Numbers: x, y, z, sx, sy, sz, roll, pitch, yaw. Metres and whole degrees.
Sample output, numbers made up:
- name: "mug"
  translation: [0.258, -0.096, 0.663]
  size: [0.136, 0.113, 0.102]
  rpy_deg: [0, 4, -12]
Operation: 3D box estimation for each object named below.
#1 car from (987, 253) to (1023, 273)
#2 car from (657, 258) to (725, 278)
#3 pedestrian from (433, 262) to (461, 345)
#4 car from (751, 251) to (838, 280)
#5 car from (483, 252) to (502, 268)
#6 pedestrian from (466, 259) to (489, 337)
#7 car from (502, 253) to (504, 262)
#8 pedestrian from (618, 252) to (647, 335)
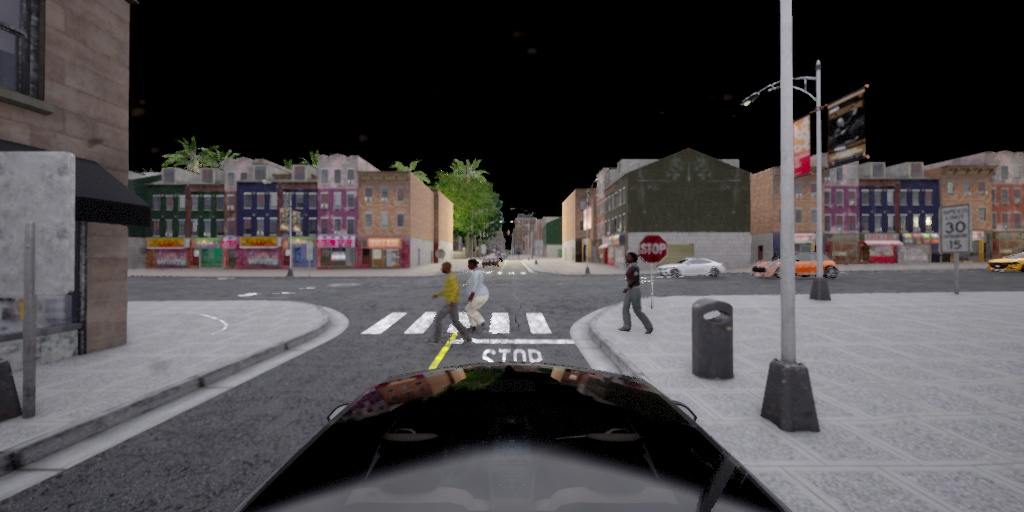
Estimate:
- name: "car"
  translation: [38.559, 0.450, 26.631]
  size: [5.008, 1.535, 1.882]
  rpy_deg: [-1, 0, 0]
- name: "car"
  translation: [13.140, 0.858, 26.430]
  size: [4.674, 1.442, 1.812]
  rpy_deg: [-1, 0, -1]
- name: "pedestrian"
  translation: [-1.344, 0.963, 7.509]
  size: [0.375, 1.860, 0.375]
  rpy_deg: [1, 0, 0]
- name: "car"
  translation: [18.142, 0.594, 23.228]
  size: [4.553, 1.767, 2.097]
  rpy_deg: [-1, 0, 0]
- name: "car"
  translation: [-2.536, 0.605, 44.375]
  size: [1.882, 1.535, 5.008]
  rpy_deg: [0, 1, 0]
- name: "pedestrian"
  translation: [-0.829, 0.935, 8.707]
  size: [0.375, 1.860, 0.375]
  rpy_deg: [1, 0, 0]
- name: "car"
  translation: [-2.470, 0.443, 63.676]
  size: [1.895, 1.301, 4.718]
  rpy_deg: [0, 1, 0]
- name: "pedestrian"
  translation: [2.724, 0.802, 8.111]
  size: [0.375, 1.860, 0.375]
  rpy_deg: [1, 0, 0]
